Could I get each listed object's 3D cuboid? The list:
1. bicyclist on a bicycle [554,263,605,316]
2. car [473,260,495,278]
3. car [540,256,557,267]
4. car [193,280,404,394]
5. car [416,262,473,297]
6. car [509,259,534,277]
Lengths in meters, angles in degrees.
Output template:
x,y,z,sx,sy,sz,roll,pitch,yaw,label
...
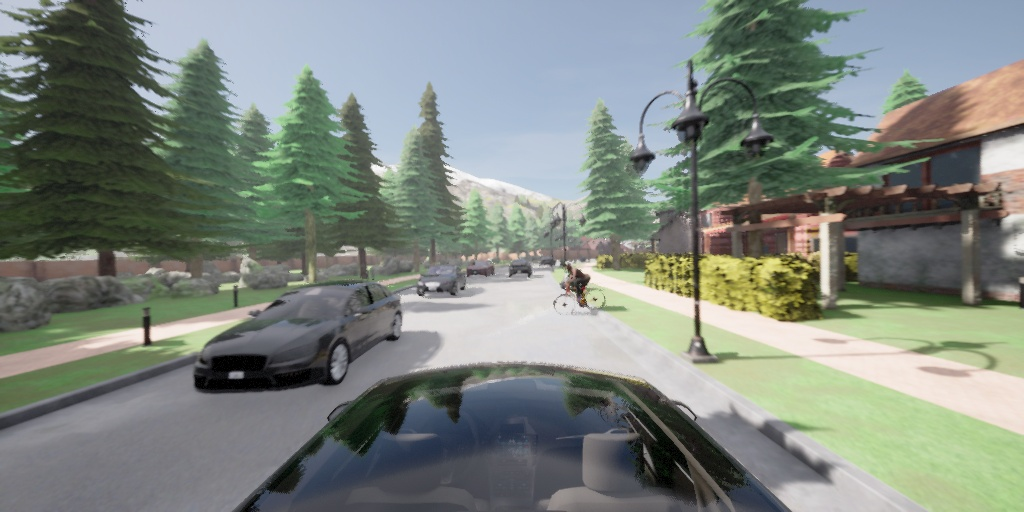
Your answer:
x,y,z,sx,sy,sz,roll,pitch,yaw,label
2.046,1.001,11.279,1.656,1.620,0.582,-10,0,0,bicyclist on a bicycle
-2.805,1.088,32.562,1.882,1.535,5.008,-1,0,7,car
5.389,0.792,53.373,1.837,1.490,4.892,-1,1,17,car
-3.621,1.295,7.126,1.837,1.490,4.892,-1,0,0,car
-3.574,1.208,18.797,2.128,1.511,4.902,-1,0,1,car
0.844,1.033,31.933,1.837,1.490,4.892,-1,0,6,car
